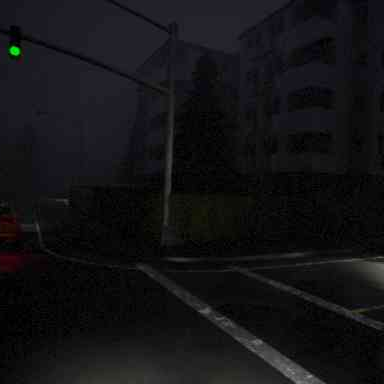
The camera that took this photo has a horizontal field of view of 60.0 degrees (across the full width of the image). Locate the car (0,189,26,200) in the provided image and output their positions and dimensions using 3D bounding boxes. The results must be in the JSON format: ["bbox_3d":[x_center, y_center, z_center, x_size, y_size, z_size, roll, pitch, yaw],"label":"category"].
[{"bbox_3d":[-19.341,0.410,35.139,1.994,1.385,4.181,2,1,-2],"label":"car"}]

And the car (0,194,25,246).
[{"bbox_3d":[-7.509,1.038,12.583,1.882,1.535,5.008,2,1,-27],"label":"car"}]

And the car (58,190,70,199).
[{"bbox_3d":[-17.348,0.314,48.741,1.837,1.490,4.892,2,0,21],"label":"car"}]
